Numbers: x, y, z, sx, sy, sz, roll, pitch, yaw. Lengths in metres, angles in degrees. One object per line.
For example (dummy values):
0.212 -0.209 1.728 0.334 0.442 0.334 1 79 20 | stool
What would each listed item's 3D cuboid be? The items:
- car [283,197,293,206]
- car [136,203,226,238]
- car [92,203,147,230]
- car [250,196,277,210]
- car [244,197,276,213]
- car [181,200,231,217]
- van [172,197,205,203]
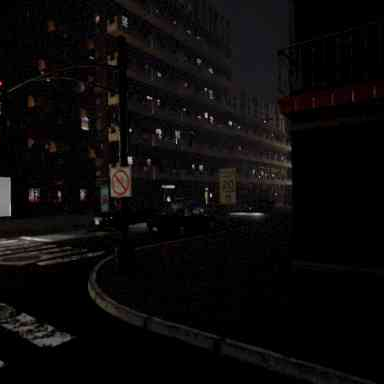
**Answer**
15.895 1.490 52.867 1.752 1.417 4.829 -1 -1 36 | car
-0.391 1.432 16.756 2.008 1.369 4.403 -1 -1 36 | car
-4.018 1.482 21.006 2.128 1.511 4.902 -1 -1 35 | car
9.484 1.425 43.964 1.967 1.590 4.097 -1 -1 36 | car
7.510 1.473 36.984 1.812 1.442 4.674 -1 -1 36 | car
1.452 1.569 28.583 1.895 1.301 4.718 -1 -1 36 | car
-0.281 1.360 30.401 1.690 1.788 3.998 -1 -1 36 | van
